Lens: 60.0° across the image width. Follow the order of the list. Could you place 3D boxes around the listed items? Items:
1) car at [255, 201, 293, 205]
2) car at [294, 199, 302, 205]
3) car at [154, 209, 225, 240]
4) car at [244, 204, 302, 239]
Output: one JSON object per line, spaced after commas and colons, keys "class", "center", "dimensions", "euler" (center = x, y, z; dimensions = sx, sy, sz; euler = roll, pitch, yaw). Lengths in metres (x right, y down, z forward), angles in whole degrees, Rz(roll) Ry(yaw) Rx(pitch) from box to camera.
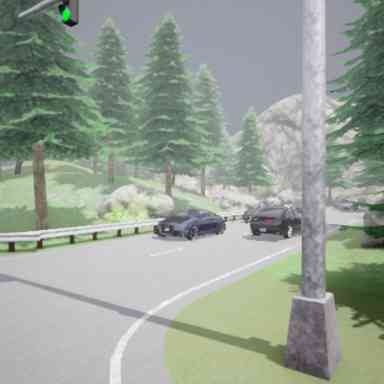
{"class": "car", "center": [5.653, 1.485, 25.207], "dimensions": [2.128, 1.511, 4.902], "euler": [0, 0, 35]}
{"class": "car", "center": [11.264, 1.497, 33.746], "dimensions": [1.837, 1.490, 4.892], "euler": [0, 0, 28]}
{"class": "car", "center": [-0.018, 1.558, 17.037], "dimensions": [1.994, 1.385, 4.181], "euler": [0, 0, 35]}
{"class": "car", "center": [4.707, 1.574, 17.531], "dimensions": [1.837, 1.490, 4.892], "euler": [0, -1, 35]}
